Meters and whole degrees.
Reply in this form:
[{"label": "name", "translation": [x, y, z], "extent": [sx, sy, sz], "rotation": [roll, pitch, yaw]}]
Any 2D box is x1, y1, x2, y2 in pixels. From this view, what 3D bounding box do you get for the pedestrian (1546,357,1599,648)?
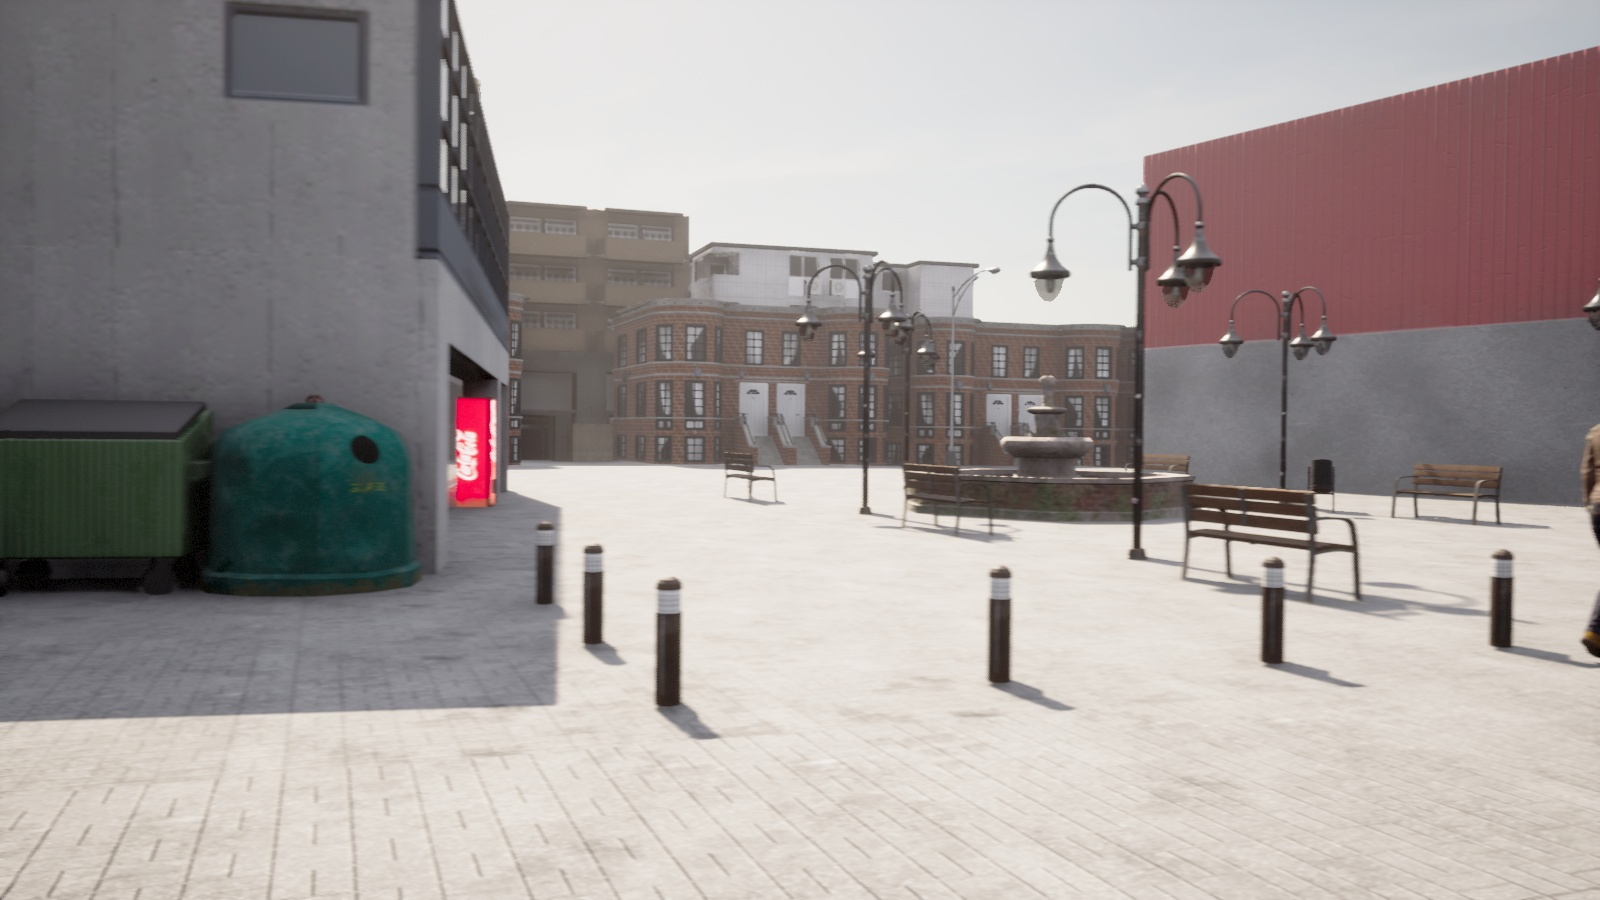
[{"label": "pedestrian", "translation": [5.280, 0.319, 8.062], "extent": [0.869, 1.805, 0.328], "rotation": [-1, 1, -15]}]
